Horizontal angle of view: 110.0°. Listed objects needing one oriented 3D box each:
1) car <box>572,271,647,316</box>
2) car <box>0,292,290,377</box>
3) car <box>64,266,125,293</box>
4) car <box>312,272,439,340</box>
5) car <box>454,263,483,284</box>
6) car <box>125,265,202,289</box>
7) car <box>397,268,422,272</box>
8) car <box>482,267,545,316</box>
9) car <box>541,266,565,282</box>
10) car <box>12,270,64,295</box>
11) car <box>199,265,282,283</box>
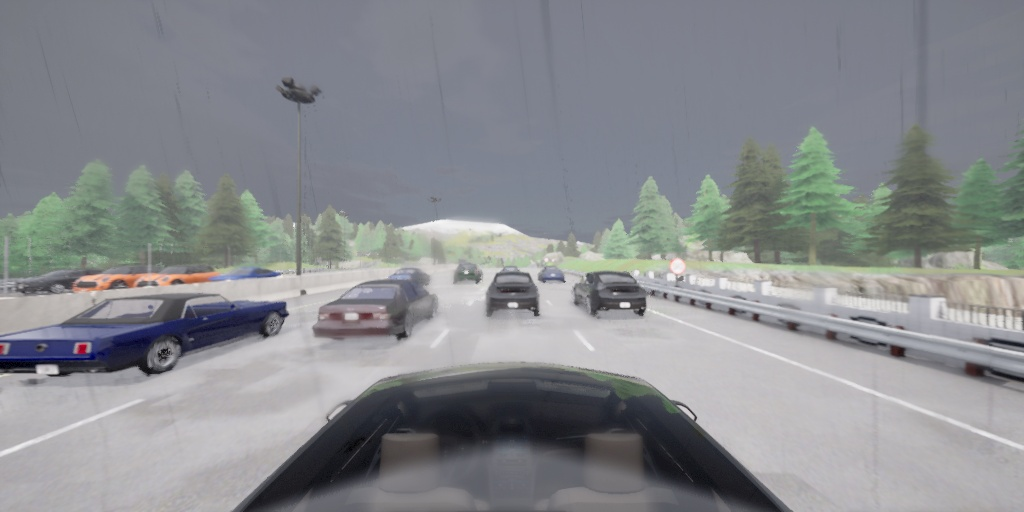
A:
[{"bbox_3d":[3.525,1.311,13.669,1.837,1.490,4.892,0,0,0],"label":"car"},{"bbox_3d":[-6.925,1.417,7.558,1.895,1.301,4.718,0,0,0],"label":"car"},{"bbox_3d":[-24.716,1.409,23.014,2.097,1.767,4.553,0,0,0],"label":"car"},{"bbox_3d":[-3.446,1.363,10.170,2.033,1.411,5.357,0,0,0],"label":"car"},{"bbox_3d":[-3.609,1.368,30.336,2.097,1.767,4.553,0,-1,0],"label":"car"},{"bbox_3d":[-21.217,1.390,23.035,2.097,1.767,4.553,0,0,0],"label":"car"},{"bbox_3d":[-7.066,1.528,25.132,2.033,1.411,5.357,0,-1,0],"label":"car"},{"bbox_3d":[0.024,1.332,13.779,1.837,1.490,4.892,0,0,0],"label":"car"},{"bbox_3d":[3.386,1.550,31.279,1.994,1.385,4.181,0,-1,0],"label":"car"},{"bbox_3d":[-28.217,1.585,23.022,1.837,1.490,4.892,0,-1,0],"label":"car"},{"bbox_3d":[-17.720,1.507,24.064,1.882,1.535,5.008,0,-1,0],"label":"car"}]
